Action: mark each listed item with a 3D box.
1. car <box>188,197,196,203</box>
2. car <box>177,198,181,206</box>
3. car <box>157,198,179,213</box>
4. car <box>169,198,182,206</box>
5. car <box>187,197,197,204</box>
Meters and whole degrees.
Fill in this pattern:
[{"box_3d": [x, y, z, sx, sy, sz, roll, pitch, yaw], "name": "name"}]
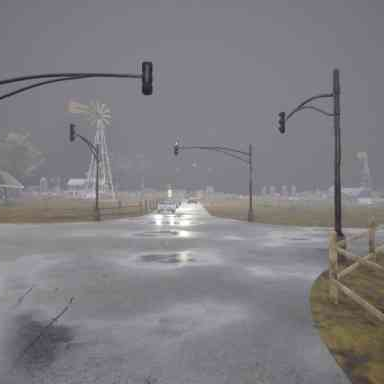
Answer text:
[{"box_3d": [-0.043, 1.861, 79.163, 1.812, 1.442, 4.674, 0, 0, 0], "name": "car"}, {"box_3d": [-2.861, 1.644, 48.582, 1.837, 1.490, 4.892, 0, 0, 0], "name": "car"}, {"box_3d": [-2.866, 1.691, 38.142, 1.895, 1.301, 4.718, 0, 0, 0], "name": "car"}, {"box_3d": [-2.844, 1.746, 59.146, 2.033, 1.411, 5.357, 0, 0, 0], "name": "car"}, {"box_3d": [0.055, 1.789, 69.151, 1.812, 1.442, 4.674, 0, 0, 0], "name": "car"}]
